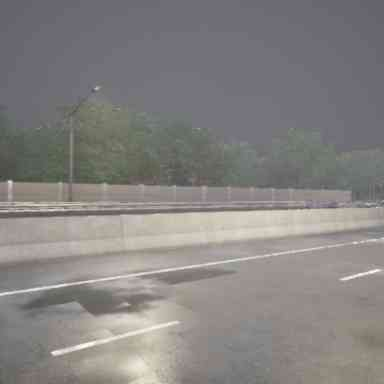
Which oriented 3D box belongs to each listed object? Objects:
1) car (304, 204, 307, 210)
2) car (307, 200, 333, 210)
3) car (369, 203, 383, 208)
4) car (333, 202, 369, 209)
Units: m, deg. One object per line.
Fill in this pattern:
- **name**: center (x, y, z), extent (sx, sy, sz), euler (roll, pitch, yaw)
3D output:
- **car**: center (17.794, 1.857, 46.860), extent (4.553, 1.767, 2.097), euler (1, 0, -35)
- **car**: center (17.204, 1.970, 42.145), extent (4.892, 1.490, 1.837), euler (1, -1, -36)
- **car**: center (22.351, 1.834, 37.222), extent (4.553, 1.767, 2.097), euler (1, 0, -35)
- **car**: center (19.213, 1.942, 39.281), extent (5.008, 1.535, 1.882), euler (1, -1, -36)
